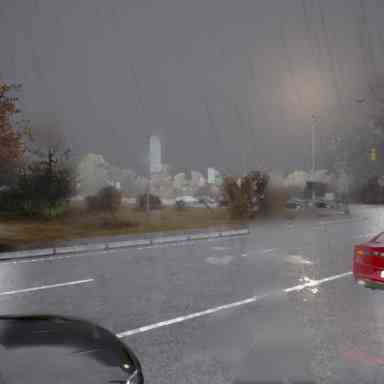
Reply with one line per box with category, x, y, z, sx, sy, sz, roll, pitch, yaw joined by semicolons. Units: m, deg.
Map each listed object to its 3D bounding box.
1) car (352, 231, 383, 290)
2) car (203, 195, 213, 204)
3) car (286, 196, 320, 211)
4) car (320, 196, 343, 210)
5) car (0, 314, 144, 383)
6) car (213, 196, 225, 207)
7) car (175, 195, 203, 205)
car;5.815;1.445;7.879;5.008;1.535;1.882;0;0;-35
car;1.858;1.257;54.421;2.128;1.511;4.902;-1;0;-39
car;11.153;1.277;37.188;2.128;1.511;4.902;-1;0;-39
car;14.767;1.247;38.287;2.128;1.511;4.902;-1;0;-39
car;-2.610;1.492;1.867;4.902;1.511;2.128;0;0;-36
car;5.456;1.143;44.308;2.097;1.767;4.553;-1;0;-39
car;-0.840;1.321;52.185;1.812;1.442;4.674;-1;0;-38
